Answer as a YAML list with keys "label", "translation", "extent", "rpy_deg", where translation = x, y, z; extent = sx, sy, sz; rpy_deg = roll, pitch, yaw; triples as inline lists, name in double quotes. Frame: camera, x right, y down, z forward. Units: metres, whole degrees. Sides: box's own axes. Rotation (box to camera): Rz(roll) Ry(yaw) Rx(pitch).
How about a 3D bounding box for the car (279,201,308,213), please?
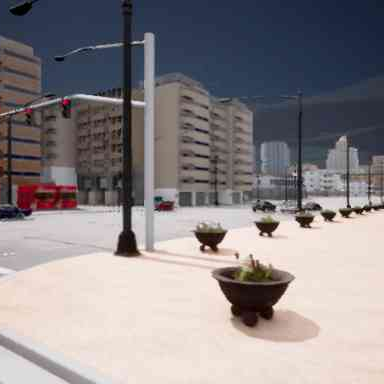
- label: "car"
  translation: [13.130, 2.111, 43.427]
  extent: [1.895, 1.301, 4.718]
  rpy_deg: [0, -1, 36]

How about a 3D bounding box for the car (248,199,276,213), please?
- label: "car"
  translation: [9.717, 1.998, 44.669]
  extent: [1.837, 1.490, 4.892]
  rpy_deg: [0, -1, 36]

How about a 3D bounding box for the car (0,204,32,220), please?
- label: "car"
  translation: [-15.710, 1.688, 26.962]
  extent: [1.895, 1.301, 4.718]
  rpy_deg: [0, 0, 35]

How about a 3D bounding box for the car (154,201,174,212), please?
- label: "car"
  translation: [-4.206, 1.917, 43.343]
  extent: [1.994, 1.385, 4.181]
  rpy_deg: [0, -1, 35]

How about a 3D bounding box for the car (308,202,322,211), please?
- label: "car"
  translation: [18.441, 2.210, 51.086]
  extent: [1.994, 1.385, 4.181]
  rpy_deg: [0, -1, 35]

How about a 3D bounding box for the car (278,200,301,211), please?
- label: "car"
  translation: [15.576, 2.135, 53.097]
  extent: [2.128, 1.511, 4.902]
  rpy_deg: [0, -1, 35]
